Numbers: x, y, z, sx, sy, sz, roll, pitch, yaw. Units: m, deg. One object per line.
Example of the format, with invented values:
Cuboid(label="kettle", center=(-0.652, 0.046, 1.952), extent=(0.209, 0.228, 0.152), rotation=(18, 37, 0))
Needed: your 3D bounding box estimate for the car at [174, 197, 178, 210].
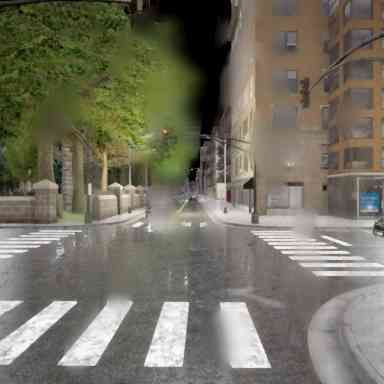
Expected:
Cuboid(label="car", center=(-2.994, 1.563, 39.823), extent=(1.895, 1.301, 4.718), rotation=(0, 0, 0))

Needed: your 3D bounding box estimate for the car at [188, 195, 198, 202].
Cuboid(label="car", center=(0.227, 1.424, 70.695), extent=(1.812, 1.442, 4.674), rotation=(0, 0, 0))

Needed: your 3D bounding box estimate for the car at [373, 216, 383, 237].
Cuboid(label="car", center=(11.009, 1.366, 15.502), extent=(4.553, 1.767, 2.097), rotation=(0, 0, 1))

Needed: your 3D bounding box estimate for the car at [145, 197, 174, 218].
Cuboid(label="car", center=(-3.007, 1.472, 29.740), extent=(2.128, 1.511, 4.902), rotation=(0, 0, 0))
